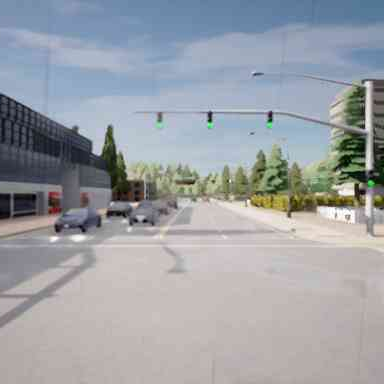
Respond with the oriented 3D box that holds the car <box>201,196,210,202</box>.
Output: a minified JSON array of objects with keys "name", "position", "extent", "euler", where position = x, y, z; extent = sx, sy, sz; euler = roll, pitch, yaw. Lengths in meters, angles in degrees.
[{"name":"car","position":[4.025,1.945,95.024],"extent":[2.097,1.767,4.553],"euler":[0,0,0]}]

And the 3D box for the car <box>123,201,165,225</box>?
[{"name":"car","position":[-3.588,1.697,25.691],"extent":[2.128,1.511,4.902],"euler":[0,0,0]}]

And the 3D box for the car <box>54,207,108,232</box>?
[{"name":"car","position":[-7.144,1.698,21.408],"extent":[1.812,1.442,4.674],"euler":[0,0,1]}]

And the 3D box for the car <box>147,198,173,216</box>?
[{"name":"car","position":[-3.502,1.769,36.661],"extent":[1.882,1.535,5.008],"euler":[0,-1,0]}]

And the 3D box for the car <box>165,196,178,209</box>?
[{"name":"car","position":[-3.340,1.629,51.952],"extent":[2.150,2.045,5.566],"euler":[0,0,1]}]

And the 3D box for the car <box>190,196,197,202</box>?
[{"name":"car","position":[0.526,2.116,95.079],"extent":[2.128,1.511,4.902],"euler":[0,0,0]}]

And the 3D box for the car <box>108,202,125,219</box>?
[{"name":"car","position":[-7.036,1.740,32.787],"extent":[1.882,1.535,5.008],"euler":[0,-1,1]}]
